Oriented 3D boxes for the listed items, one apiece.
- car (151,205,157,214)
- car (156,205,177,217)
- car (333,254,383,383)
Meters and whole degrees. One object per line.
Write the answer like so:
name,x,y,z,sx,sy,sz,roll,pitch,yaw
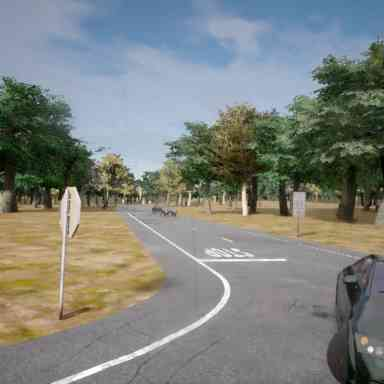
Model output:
car,-5.783,2.960,56.904,1.882,1.535,5.008,3,-2,-14
car,-3.514,2.849,48.061,1.895,1.301,4.718,3,-2,-13
car,3.137,1.643,4.667,1.994,1.385,4.181,1,-1,22
